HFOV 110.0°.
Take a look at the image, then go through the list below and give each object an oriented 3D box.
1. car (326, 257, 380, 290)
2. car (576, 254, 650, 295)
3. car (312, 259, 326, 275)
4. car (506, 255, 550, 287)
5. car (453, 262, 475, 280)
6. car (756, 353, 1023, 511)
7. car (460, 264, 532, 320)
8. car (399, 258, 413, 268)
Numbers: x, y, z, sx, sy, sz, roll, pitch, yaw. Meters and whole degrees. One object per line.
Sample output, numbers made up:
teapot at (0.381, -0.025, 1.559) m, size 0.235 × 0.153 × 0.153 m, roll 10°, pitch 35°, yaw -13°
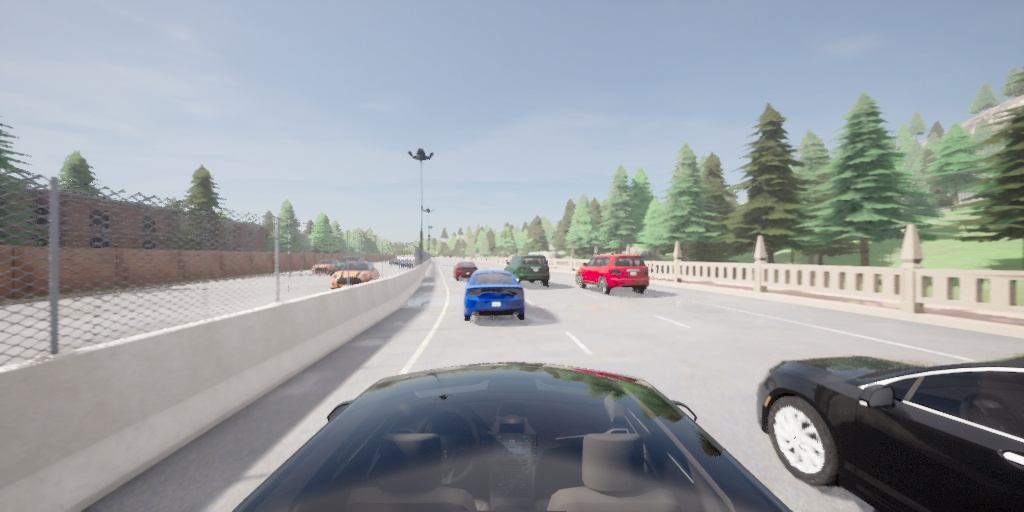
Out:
car at (-9.469, 1.123, 22.003) m, size 2.097 × 1.767 × 4.553 m, roll 0°, pitch 0°, yaw -12°
car at (5.345, 0.935, 19.730) m, size 2.150 × 2.045 × 5.566 m, roll 0°, pitch 0°, yaw -10°
car at (-20.411, 1.152, 39.725) m, size 2.097 × 1.767 × 4.553 m, roll 0°, pitch 0°, yaw -12°
car at (0.927, 0.949, 24.348) m, size 2.150 × 2.045 × 5.566 m, roll 0°, pitch 0°, yaw -11°
car at (-3.983, 1.219, 30.747) m, size 1.882 × 1.535 × 5.008 m, roll 0°, pitch 0°, yaw -12°
car at (3.439, 1.241, 1.714) m, size 1.837 × 1.490 × 4.892 m, roll 0°, pitch 0°, yaw 0°
car at (-0.719, 1.221, 12.676) m, size 1.882 × 1.535 × 5.008 m, roll 0°, pitch 0°, yaw -6°
car at (-17.979, 1.249, 61.933) m, size 1.882 × 1.535 × 5.008 m, roll 0°, pitch 0°, yaw -12°
